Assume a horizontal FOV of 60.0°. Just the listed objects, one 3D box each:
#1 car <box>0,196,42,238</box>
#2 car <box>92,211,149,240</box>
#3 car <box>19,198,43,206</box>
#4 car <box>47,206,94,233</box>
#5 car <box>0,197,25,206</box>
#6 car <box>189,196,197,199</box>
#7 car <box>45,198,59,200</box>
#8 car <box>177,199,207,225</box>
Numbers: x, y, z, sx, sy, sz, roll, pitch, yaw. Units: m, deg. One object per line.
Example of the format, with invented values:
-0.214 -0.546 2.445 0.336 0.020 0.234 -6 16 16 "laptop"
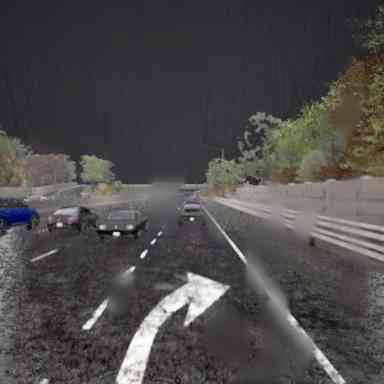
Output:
-10.396 1.237 17.964 2.150 2.045 5.566 0 0 0 "car"
-3.395 1.615 17.215 1.895 1.301 4.718 0 0 0 "car"
-27.992 1.727 57.975 1.895 1.301 4.718 0 0 0 "car"
-6.899 1.544 19.643 1.812 1.442 4.674 0 0 0 "car"
-31.493 1.635 58.125 2.128 1.511 4.902 0 0 0 "car"
0.177 1.720 79.196 1.812 1.442 4.674 0 0 5 "car"
-24.493 1.679 58.126 1.994 1.385 4.181 0 0 0 "car"
0.003 1.532 24.529 1.837 1.490 4.892 0 0 0 "car"
